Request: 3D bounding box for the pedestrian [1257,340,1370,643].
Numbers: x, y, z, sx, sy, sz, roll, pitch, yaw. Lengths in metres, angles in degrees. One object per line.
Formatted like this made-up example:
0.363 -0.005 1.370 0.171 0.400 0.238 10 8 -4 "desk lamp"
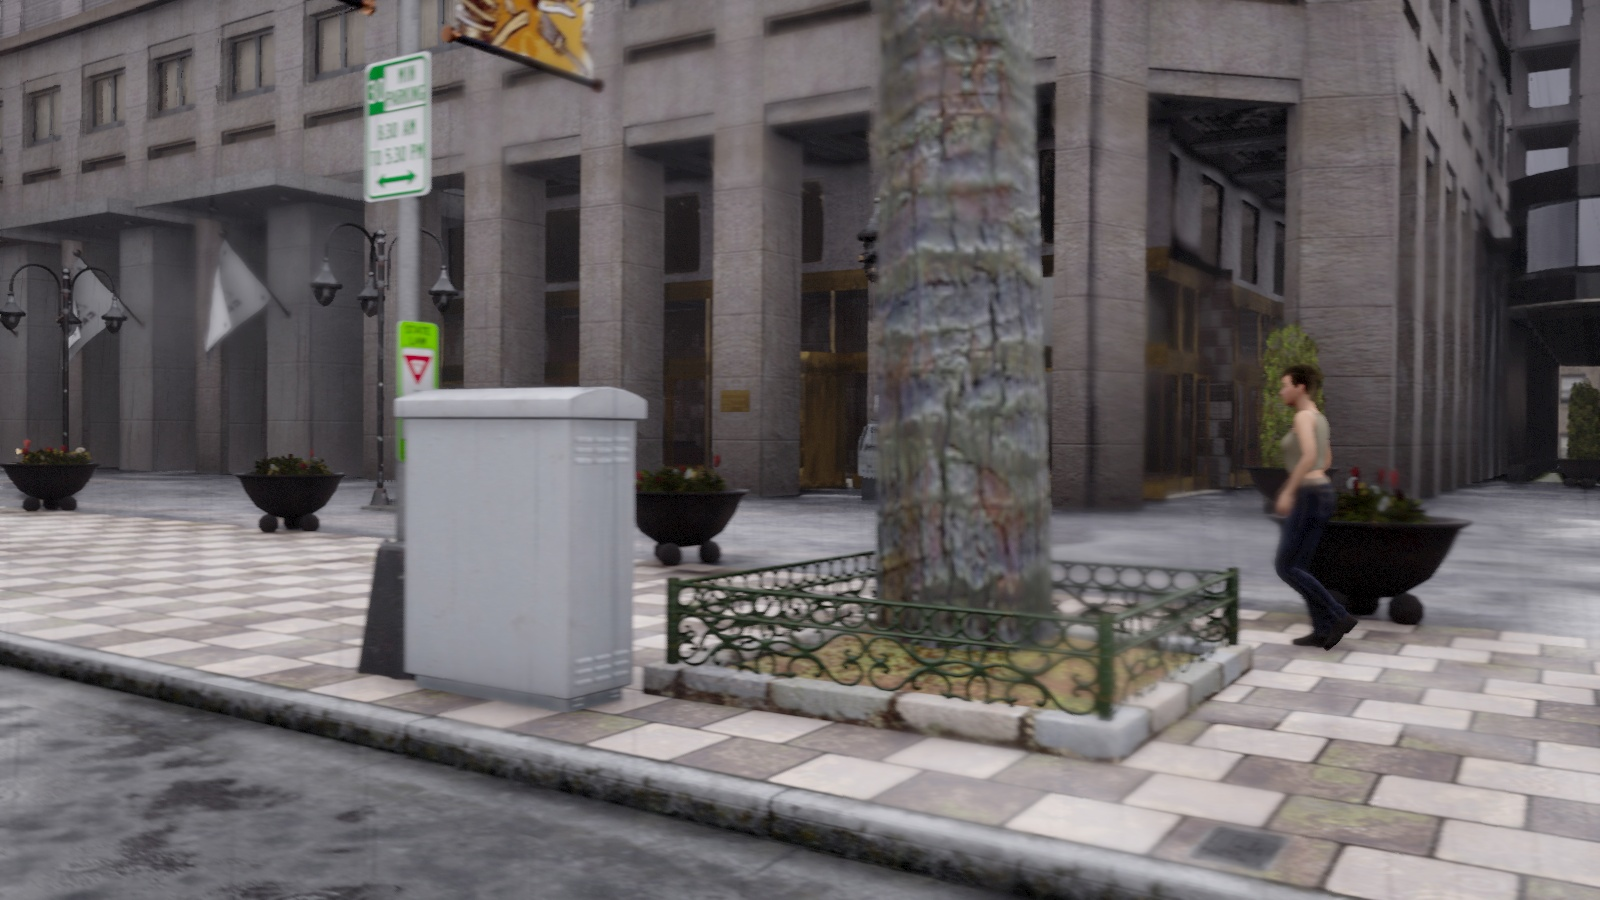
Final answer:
3.233 0.251 7.908 0.594 1.836 0.345 0 1 36 "pedestrian"
